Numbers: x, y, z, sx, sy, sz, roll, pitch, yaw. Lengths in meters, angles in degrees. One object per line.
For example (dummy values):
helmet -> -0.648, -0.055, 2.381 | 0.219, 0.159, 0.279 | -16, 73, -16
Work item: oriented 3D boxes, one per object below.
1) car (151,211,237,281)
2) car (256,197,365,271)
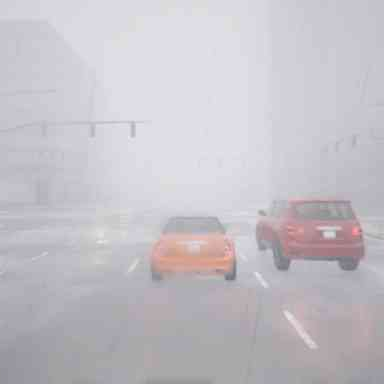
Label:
car -> 0.056, 1.322, 9.912 | 2.097, 1.767, 4.553 | 0, 0, 0
car -> 3.532, 1.182, 10.948 | 2.150, 2.045, 5.566 | 0, -1, 2
